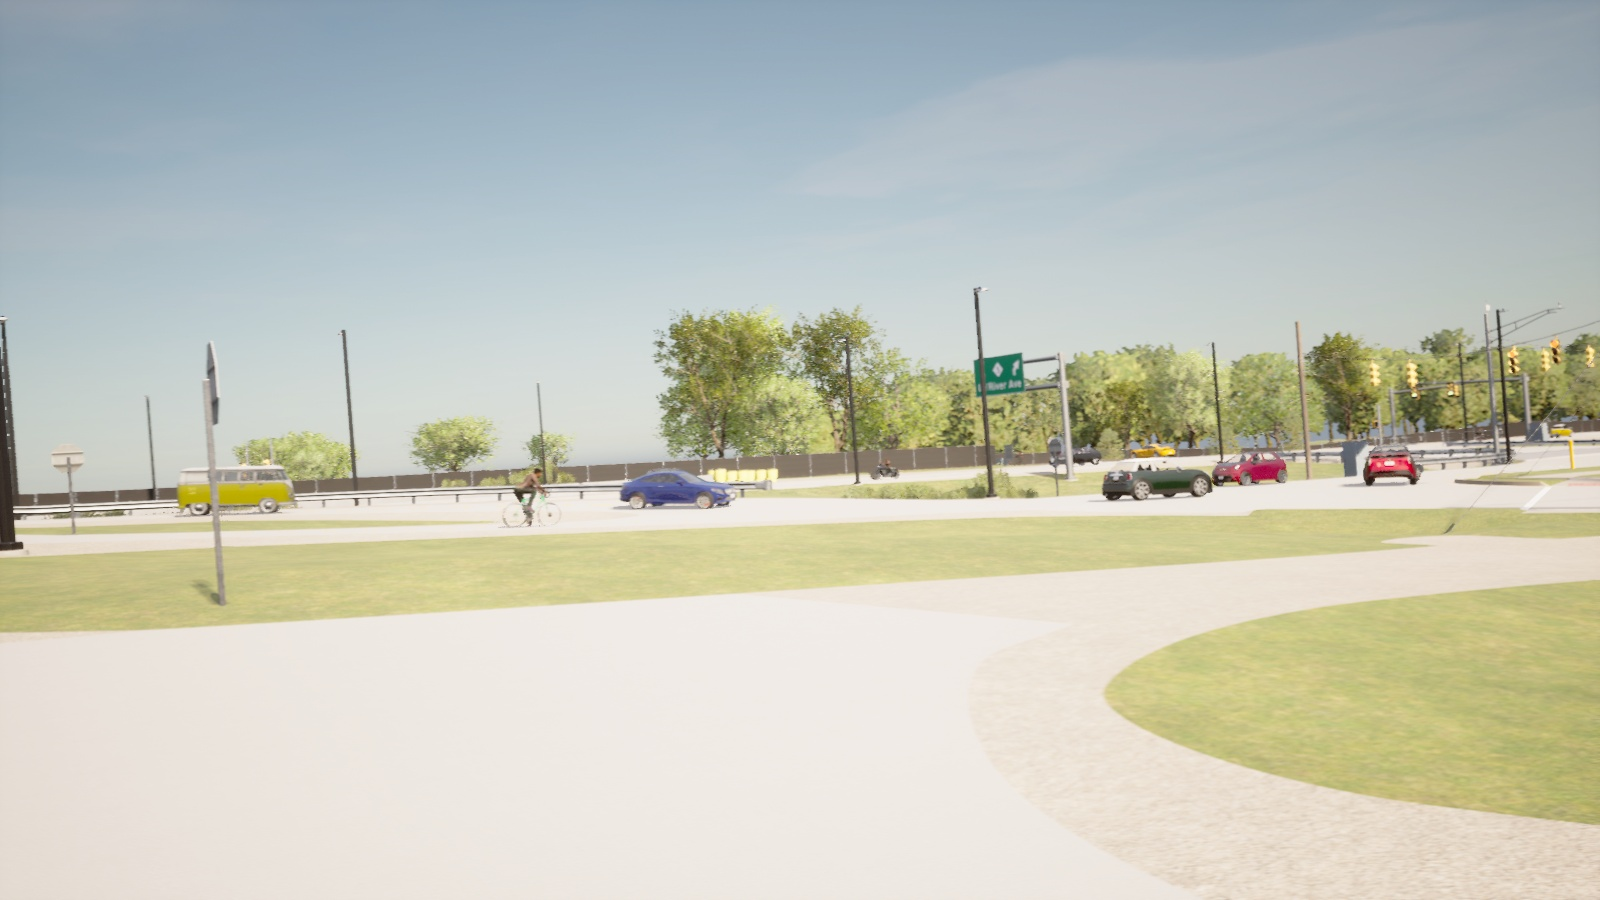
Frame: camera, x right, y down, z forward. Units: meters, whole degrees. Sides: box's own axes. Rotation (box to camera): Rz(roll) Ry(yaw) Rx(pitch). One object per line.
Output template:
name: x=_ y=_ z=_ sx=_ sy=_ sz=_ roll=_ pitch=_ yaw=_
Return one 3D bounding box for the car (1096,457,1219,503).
car: x=12.856 y=1.075 z=45.216 sx=3.806 sy=1.475 sz=1.970 roll=-2 pitch=-1 yaw=-22

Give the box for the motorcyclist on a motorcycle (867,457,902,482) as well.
motorcyclist on a motorcycle: x=5.994 y=1.350 z=88.717 sx=2.350 sy=1.649 sz=0.766 roll=-3 pitch=-1 yaw=-30

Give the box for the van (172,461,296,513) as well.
van: x=-22.985 y=1.478 z=51.169 sx=4.442 sy=1.987 sz=1.775 roll=-1 pitch=-1 yaw=-19

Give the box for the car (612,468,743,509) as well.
car: x=-4.722 y=1.489 z=48.508 sx=4.674 sy=1.442 sz=1.812 roll=-1 pitch=1 yaw=21

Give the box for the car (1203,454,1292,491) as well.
car: x=20.134 y=1.015 z=56.492 sx=3.633 sy=1.501 sz=1.845 roll=-2 pitch=-1 yaw=-31

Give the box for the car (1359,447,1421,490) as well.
car: x=23.164 y=0.698 z=49.197 sx=2.007 sy=1.525 sz=4.514 roll=-3 pitch=-1 yaw=27

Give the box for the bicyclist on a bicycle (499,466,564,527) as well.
bicyclist on a bicycle: x=-7.316 y=1.258 z=34.238 sx=1.656 sy=1.620 sz=0.582 roll=1 pitch=-2 yaw=-30
